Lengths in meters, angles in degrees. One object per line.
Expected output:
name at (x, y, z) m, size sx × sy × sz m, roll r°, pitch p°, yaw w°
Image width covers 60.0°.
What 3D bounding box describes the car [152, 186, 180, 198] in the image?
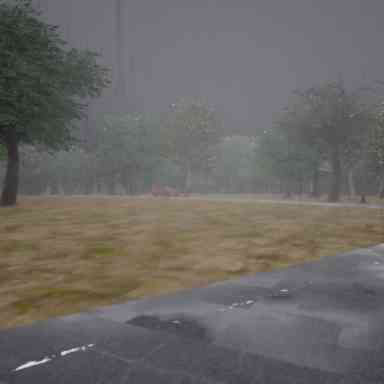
car at (-4.572, -0.027, 57.786) m, size 5.566 × 2.045 × 2.150 m, roll 1°, pitch 0°, yaw 39°
